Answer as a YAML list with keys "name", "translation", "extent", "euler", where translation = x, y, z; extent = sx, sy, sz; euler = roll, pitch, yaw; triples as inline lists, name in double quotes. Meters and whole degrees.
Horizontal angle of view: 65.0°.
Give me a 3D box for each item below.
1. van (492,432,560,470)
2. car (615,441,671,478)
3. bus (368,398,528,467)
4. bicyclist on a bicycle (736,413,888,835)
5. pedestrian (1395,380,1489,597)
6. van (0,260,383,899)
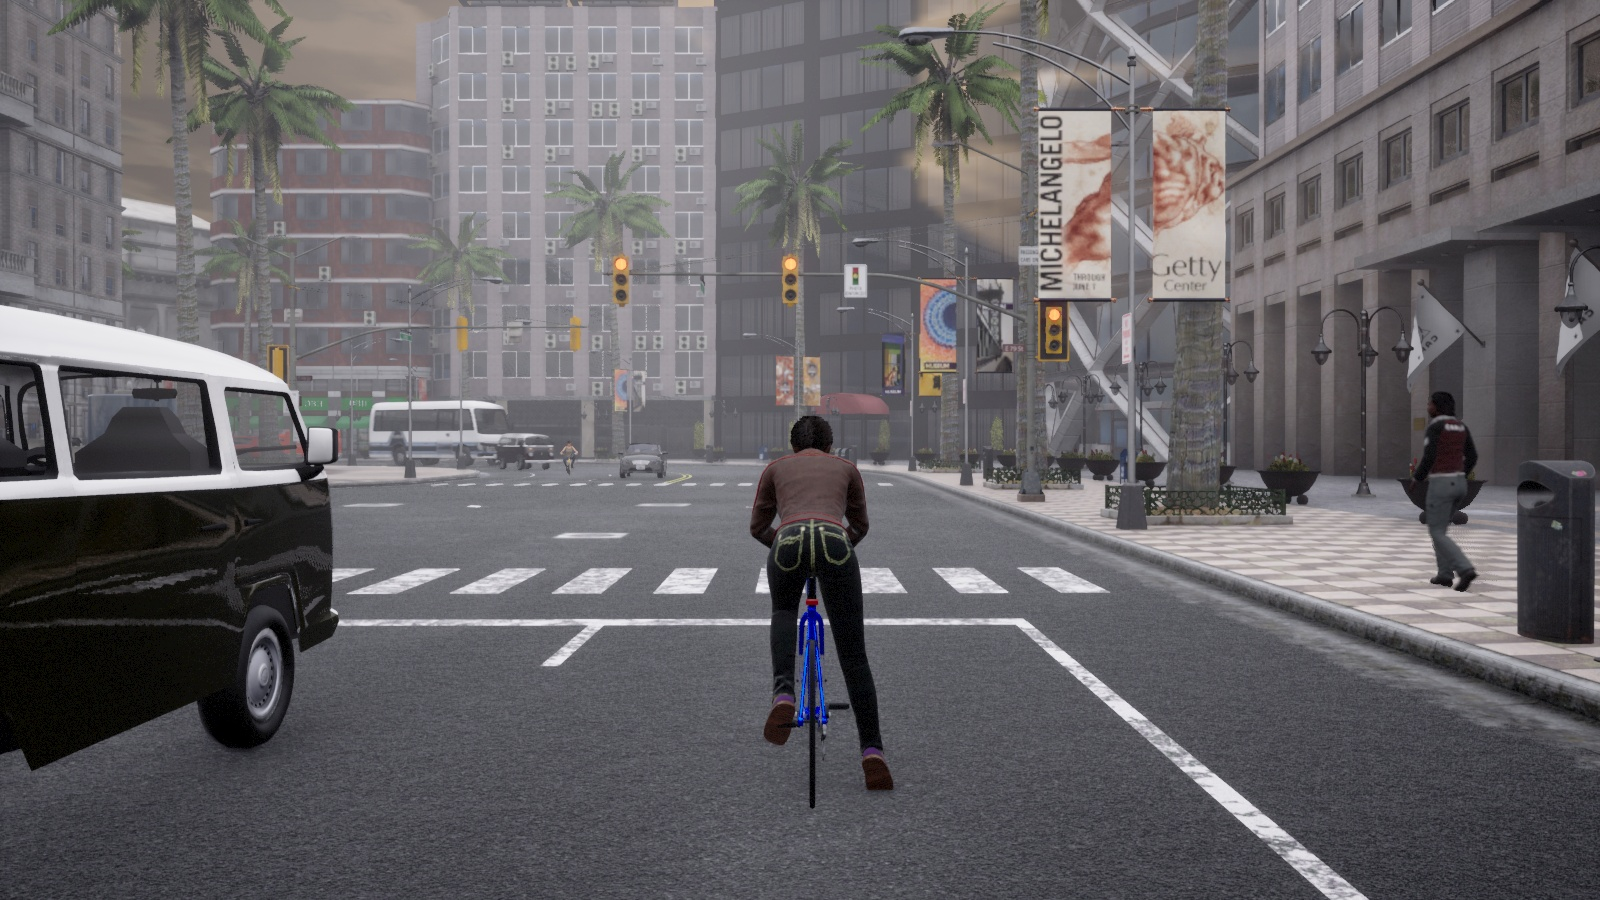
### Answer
- name: "van"
  translation: [-15.211, 0.065, 69.568]
  extent: [2.069, 2.038, 4.480]
  euler: [0, 0, -36]
- name: "car"
  translation: [-6.750, 0.391, 54.298]
  extent: [2.128, 1.511, 4.902]
  euler: [0, 0, -4]
- name: "bus"
  translation: [-22.995, -1.110, 81.840]
  extent: [10.273, 4.253, 3.944]
  euler: [0, 0, 29]
- name: "bicyclist on a bicycle"
  translation: [0.052, 0.667, 5.656]
  extent: [0.582, 1.620, 1.656]
  euler: [0, 0, 0]
- name: "pedestrian"
  translation: [5.922, 0.342, 11.594]
  extent: [0.402, 1.930, 0.666]
  euler: [0, 0, -23]
- name: "van"
  translation: [-3.447, 0.439, 5.000]
  extent: [2.069, 2.038, 4.480]
  euler: [0, 0, 0]
